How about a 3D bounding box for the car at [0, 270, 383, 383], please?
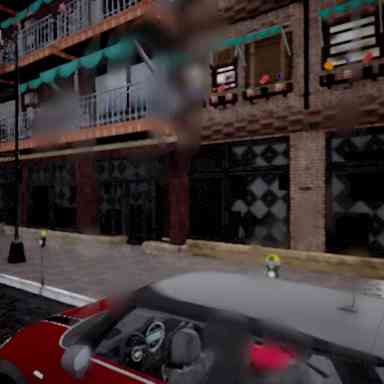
[{"bbox_3d":[-0.021,1.454,2.882,4.097,1.590,1.967,-1,0,36],"label":"car"}]
